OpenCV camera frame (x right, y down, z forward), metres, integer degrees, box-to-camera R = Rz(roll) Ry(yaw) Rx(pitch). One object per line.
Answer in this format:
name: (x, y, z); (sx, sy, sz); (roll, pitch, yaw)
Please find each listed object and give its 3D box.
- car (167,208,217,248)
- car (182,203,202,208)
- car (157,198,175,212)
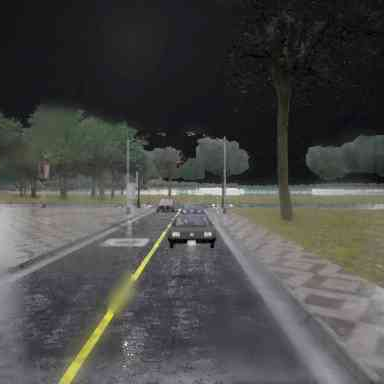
car: (0.000, 1.616, 14.681); (1.895, 1.301, 4.718); (0, 0, 0)
car: (0.000, 1.619, 29.681); (1.895, 1.301, 4.718); (0, 0, 0)
car: (-3.000, 1.516, 39.651); (1.882, 1.535, 5.008); (0, 0, 0)
